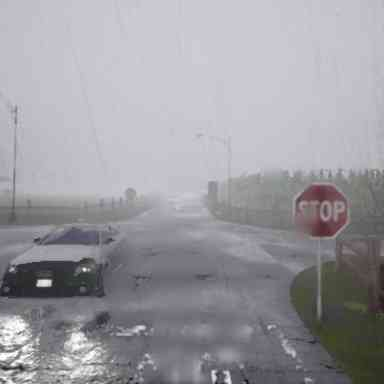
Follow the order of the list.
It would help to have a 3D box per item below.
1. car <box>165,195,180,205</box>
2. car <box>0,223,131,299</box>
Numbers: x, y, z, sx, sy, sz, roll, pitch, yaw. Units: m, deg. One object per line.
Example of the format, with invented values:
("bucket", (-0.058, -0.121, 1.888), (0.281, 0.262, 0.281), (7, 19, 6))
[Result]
("car", (-2.867, 1.151, 48.844), (1.812, 1.442, 4.674), (0, 1, 0))
("car", (-2.767, 1.498, 8.219), (1.994, 1.385, 4.181), (0, 0, 0))
